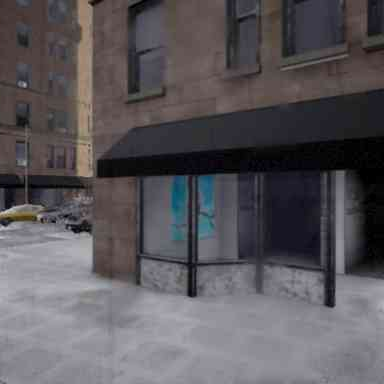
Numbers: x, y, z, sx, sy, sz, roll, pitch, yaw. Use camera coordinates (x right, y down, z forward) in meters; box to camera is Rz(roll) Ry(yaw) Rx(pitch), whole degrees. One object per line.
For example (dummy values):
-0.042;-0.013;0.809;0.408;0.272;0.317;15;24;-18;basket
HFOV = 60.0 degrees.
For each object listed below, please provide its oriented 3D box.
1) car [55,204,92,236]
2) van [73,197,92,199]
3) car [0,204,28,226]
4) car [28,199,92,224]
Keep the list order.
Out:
-4.830;1.555;18.402;2.008;1.369;4.403;0;0;36;car
-8.386;1.330;27.992;1.690;1.788;3.998;0;0;36;van
-11.828;1.513;23.274;1.752;1.417;4.829;0;0;36;car
-8.481;1.485;23.504;2.128;1.511;4.902;0;0;36;car
